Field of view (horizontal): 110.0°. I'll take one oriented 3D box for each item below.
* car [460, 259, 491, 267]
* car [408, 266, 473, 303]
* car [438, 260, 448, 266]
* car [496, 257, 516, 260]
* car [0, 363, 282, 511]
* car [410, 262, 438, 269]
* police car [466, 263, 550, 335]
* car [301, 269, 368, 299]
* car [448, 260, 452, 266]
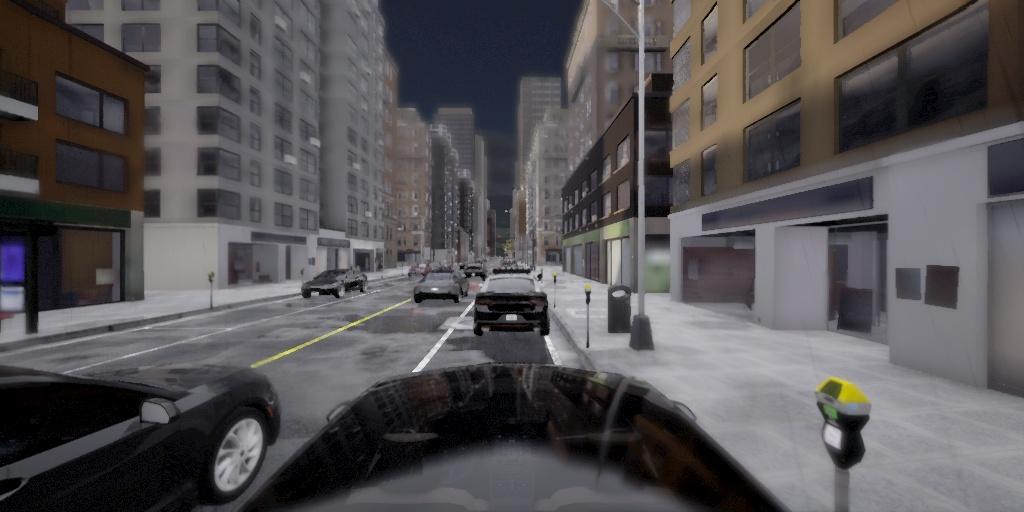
[{"bbox_3d":[-3.145,1.268,31.625,1.837,1.490,4.892,0,0,0],"label":"car"},{"bbox_3d":[-3.145,1.323,16.625,1.994,1.385,4.181,0,0,0],"label":"car"},{"bbox_3d":[-8.814,1.316,40.303,1.948,1.339,4.313,0,0,0],"label":"car"},{"bbox_3d":[-0.288,1.065,40.309,2.192,1.841,5.009,0,0,0],"label":"car"},{"bbox_3d":[-3.145,1.255,1.500,1.837,1.490,4.892,0,0,0],"label":"car"},{"bbox_3d":[-8.814,1.332,34.778,1.802,1.307,4.207,0,0,0],"label":"car"},{"bbox_3d":[-0.012,1.174,10.610,1.930,1.638,5.238,0,0,0],"label":"police car"},{"bbox_3d":[-8.813,1.316,18.202,1.948,1.339,4.313,0,0,0],"label":"car"},{"bbox_3d":[-8.814,1.191,45.828,1.967,1.591,4.097,0,0,0],"label":"car"}]
